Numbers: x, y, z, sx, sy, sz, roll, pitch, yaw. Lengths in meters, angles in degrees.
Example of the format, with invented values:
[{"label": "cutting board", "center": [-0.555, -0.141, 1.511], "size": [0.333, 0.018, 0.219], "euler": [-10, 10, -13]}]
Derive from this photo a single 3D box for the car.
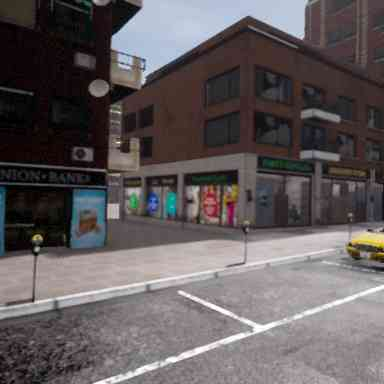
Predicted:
[{"label": "car", "center": [7.022, 1.521, 11.084], "size": [4.829, 1.417, 1.752], "euler": [0, 2, -35]}]
